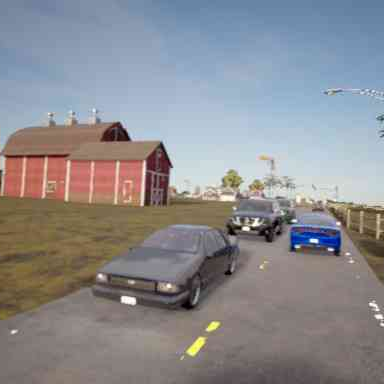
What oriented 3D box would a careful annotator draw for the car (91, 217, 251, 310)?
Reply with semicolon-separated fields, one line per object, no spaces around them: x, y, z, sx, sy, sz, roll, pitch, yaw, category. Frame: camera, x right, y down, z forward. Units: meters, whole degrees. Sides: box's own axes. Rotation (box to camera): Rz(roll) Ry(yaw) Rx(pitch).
-0.161;1.559;8.337;2.033;1.411;5.357;2;0;21;car

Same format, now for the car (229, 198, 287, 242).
3.555;1.397;17.978;2.150;2.045;5.566;2;0;22;car

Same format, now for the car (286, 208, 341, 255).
5.463;1.715;14.752;1.882;1.535;5.008;2;0;21;car

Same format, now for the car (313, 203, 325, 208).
21.182;2.603;55.739;2.033;1.411;5.357;2;-1;21;car

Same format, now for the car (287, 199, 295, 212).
7.406;1.578;27.984;2.150;2.045;5.566;2;0;21;car
